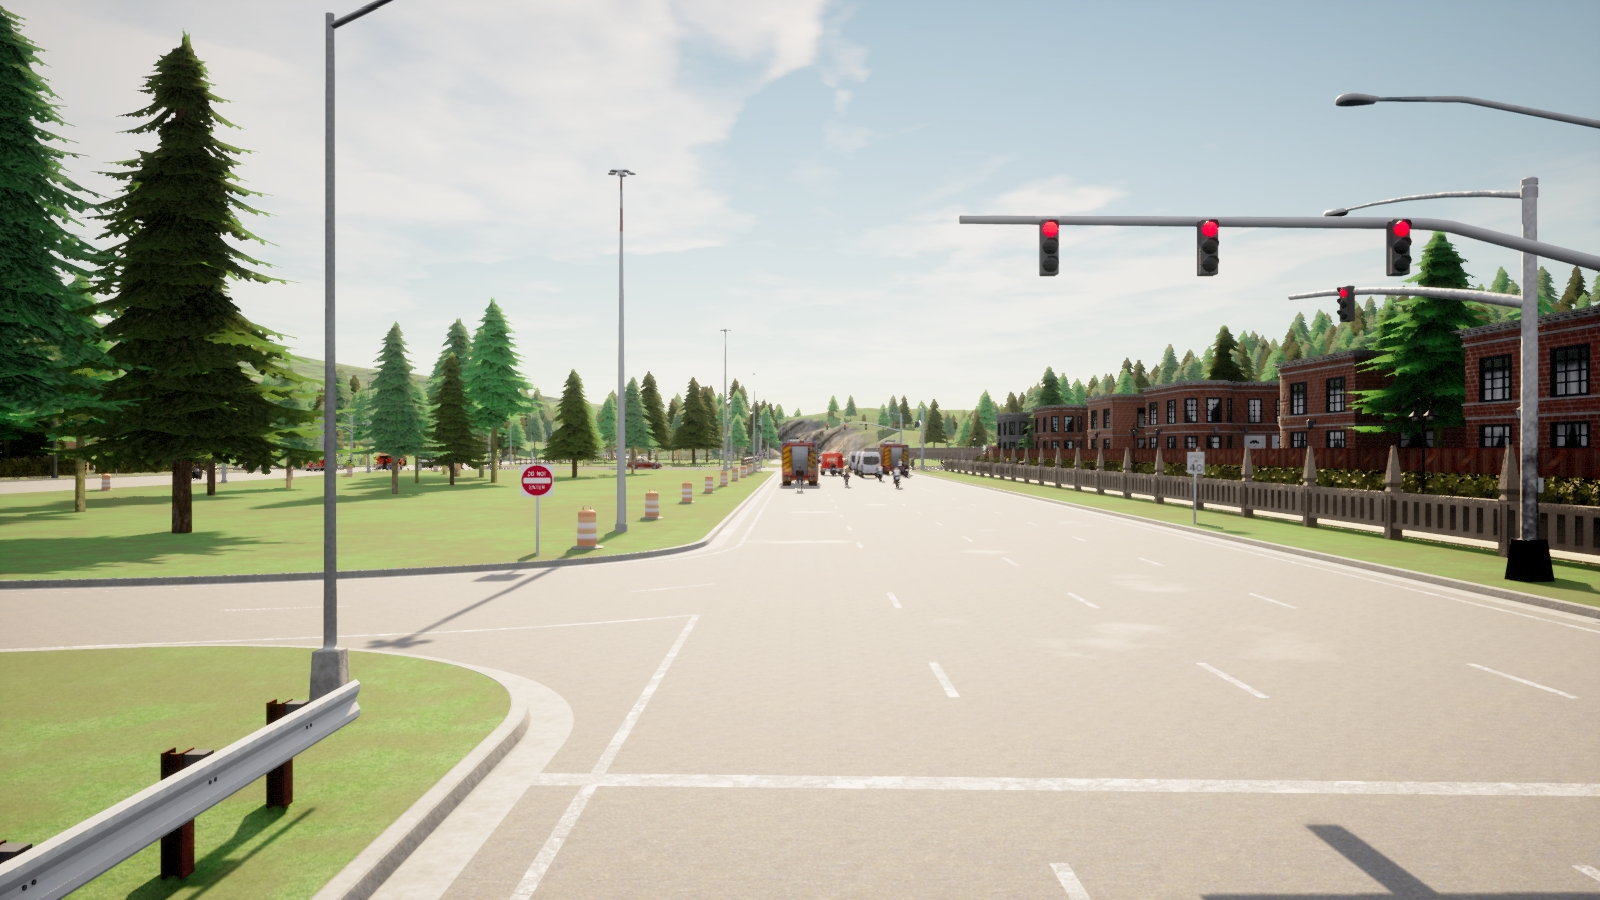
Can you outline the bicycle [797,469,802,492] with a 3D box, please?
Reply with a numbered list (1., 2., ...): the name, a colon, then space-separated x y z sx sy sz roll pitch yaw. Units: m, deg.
1. bicycle: -0.010 2.024 76.559 0.329 1.471 1.835 0 1 0
